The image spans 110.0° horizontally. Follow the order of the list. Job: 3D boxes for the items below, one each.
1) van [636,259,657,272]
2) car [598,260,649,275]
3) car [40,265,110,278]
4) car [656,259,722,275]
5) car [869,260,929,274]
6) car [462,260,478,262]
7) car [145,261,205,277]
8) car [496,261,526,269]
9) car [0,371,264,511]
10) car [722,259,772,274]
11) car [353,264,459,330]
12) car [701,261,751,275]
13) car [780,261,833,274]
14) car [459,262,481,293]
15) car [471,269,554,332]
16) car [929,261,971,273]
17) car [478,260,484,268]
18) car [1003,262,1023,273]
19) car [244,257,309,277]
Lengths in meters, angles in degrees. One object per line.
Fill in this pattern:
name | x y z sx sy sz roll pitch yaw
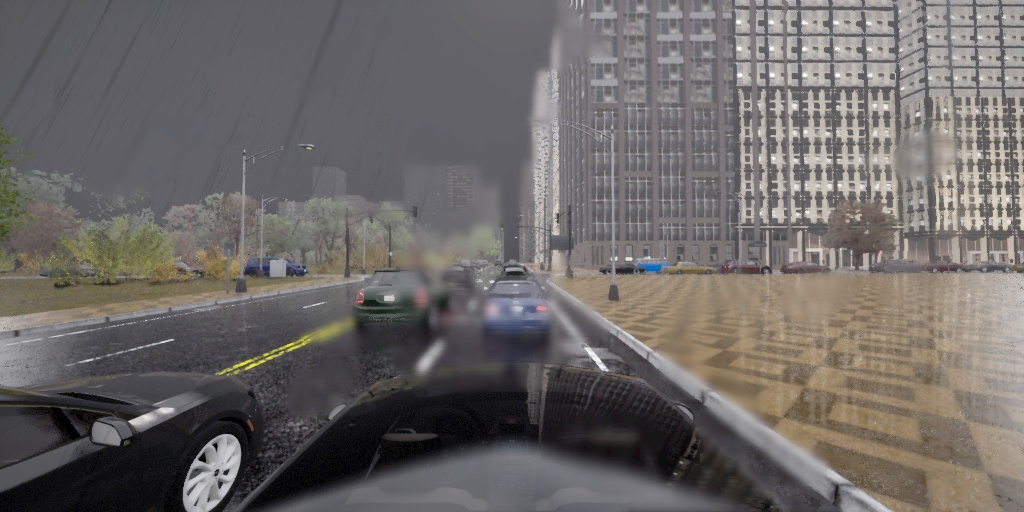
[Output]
van | 16.024 1.193 41.295 3.998 1.789 1.690 0 0 -1
car | 11.786 1.395 38.673 4.718 1.301 1.895 0 -2 0
car | -42.800 1.556 35.184 5.357 1.411 2.033 0 -2 1
car | 16.388 1.129 33.276 4.829 1.417 1.751 0 0 -1
car | 41.752 1.212 38.923 4.181 1.385 1.994 0 -2 0
car | -6.486 1.383 51.999 1.882 1.535 5.008 0 0 0
car | -32.856 1.300 35.116 4.553 1.767 2.097 0 -2 0
car | 0.139 1.286 21.657 1.837 1.490 4.892 0 0 -1
car | -3.152 1.255 1.245 1.837 1.490 4.892 0 0 0
car | 21.802 1.015 33.331 4.097 1.591 1.967 0 0 -1
car | -3.132 1.110 11.320 2.097 1.767 4.553 0 0 0
car | 23.070 1.301 38.783 4.181 1.385 1.994 0 -2 -1
car | 27.386 1.130 33.389 4.207 1.307 1.802 0 0 -1
car | -3.111 1.285 21.253 1.837 1.490 4.892 0 0 0
car | 0.121 1.305 10.839 2.033 1.411 5.357 0 0 0
car | 49.585 1.240 41.637 4.507 1.381 1.888 0 0 -1
car | -6.446 1.521 61.217 1.994 1.385 4.181 0 0 0
car | 49.892 0.971 33.606 4.829 1.417 1.751 0 0 -1
car | -23.076 1.113 35.179 5.566 2.045 2.150 0 -2 -1
